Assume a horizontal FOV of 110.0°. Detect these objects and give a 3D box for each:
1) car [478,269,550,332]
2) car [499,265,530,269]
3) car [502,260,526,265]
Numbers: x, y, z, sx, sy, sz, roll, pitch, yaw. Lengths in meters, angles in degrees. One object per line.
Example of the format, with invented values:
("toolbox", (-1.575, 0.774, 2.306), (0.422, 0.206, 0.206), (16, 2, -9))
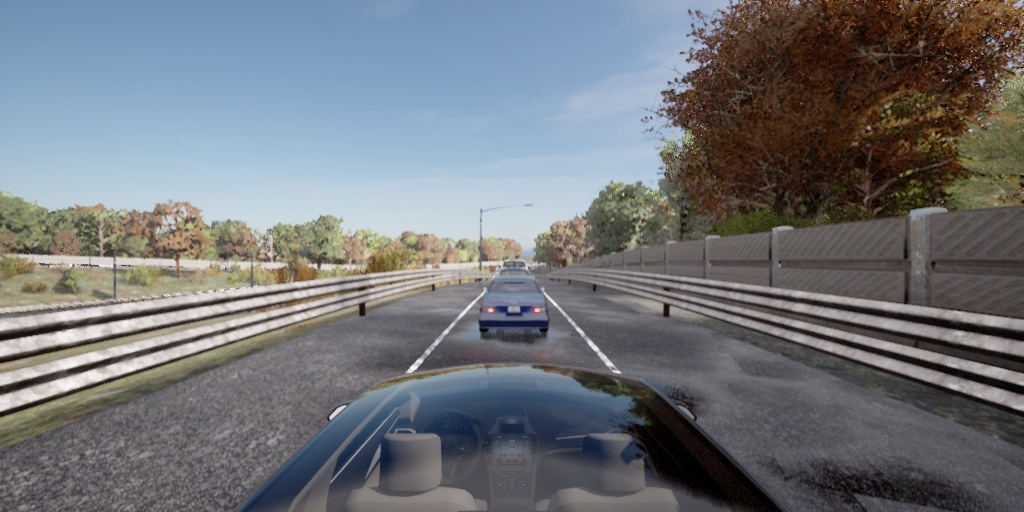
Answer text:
("car", (0.054, 1.283, 10.720), (2.033, 1.411, 5.357), (0, 0, 0))
("car", (0.089, 1.337, 17.775), (1.837, 1.490, 4.892), (0, -1, 0))
("car", (0.187, 1.337, 27.596), (2.150, 2.045, 5.566), (0, -2, 1))
